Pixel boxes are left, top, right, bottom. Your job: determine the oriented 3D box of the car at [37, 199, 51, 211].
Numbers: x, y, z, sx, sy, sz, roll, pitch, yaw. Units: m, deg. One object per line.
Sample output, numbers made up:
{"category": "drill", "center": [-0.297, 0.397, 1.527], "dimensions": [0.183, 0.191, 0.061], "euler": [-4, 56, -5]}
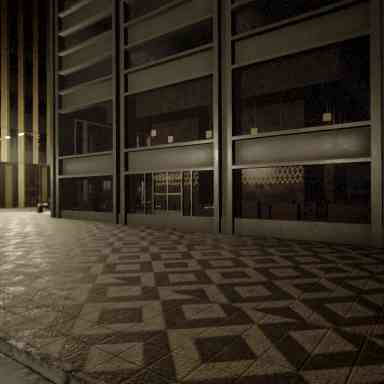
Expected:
{"category": "car", "center": [-15.555, 1.339, 38.968], "dimensions": [2.128, 1.511, 4.902], "euler": [0, 0, 36]}
